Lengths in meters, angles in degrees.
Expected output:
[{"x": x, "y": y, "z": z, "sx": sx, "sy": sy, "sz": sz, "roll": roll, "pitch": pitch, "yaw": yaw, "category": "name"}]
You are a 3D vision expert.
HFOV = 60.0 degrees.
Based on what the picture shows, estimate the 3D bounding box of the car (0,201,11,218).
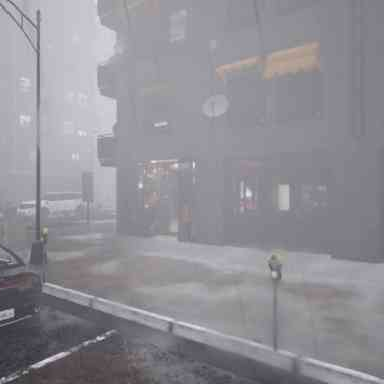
[{"x": -13.991, "y": 1.350, "z": 26.132, "sx": 2.008, "sy": 1.369, "sz": 4.403, "roll": 1, "pitch": 1, "yaw": 35, "category": "car"}]

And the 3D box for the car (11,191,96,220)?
[{"x": -10.742, "y": 0.993, "z": 26.273, "sx": 2.150, "sy": 2.045, "sz": 5.566, "roll": 0, "pitch": 1, "yaw": 35, "category": "car"}]

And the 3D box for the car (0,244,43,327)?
[{"x": -4.485, "y": 1.551, "z": 6.095, "sx": 4.403, "sy": 1.369, "sz": 2.008, "roll": 0, "pitch": 0, "yaw": 36, "category": "car"}]

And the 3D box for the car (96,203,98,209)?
[{"x": -10.889, "y": 1.249, "z": 30.548, "sx": 1.752, "sy": 1.417, "sz": 4.829, "roll": 1, "pitch": 1, "yaw": 35, "category": "car"}]
